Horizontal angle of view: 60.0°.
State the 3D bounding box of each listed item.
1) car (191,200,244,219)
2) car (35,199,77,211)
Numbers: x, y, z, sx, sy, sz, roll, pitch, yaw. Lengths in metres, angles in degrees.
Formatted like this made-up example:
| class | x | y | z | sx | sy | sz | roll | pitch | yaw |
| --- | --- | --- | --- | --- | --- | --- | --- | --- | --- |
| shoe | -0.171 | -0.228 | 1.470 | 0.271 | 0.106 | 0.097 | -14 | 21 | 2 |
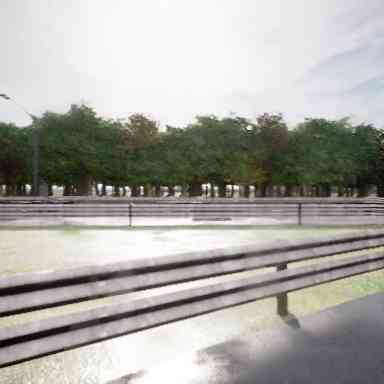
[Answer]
| class | x | y | z | sx | sy | sz | roll | pitch | yaw |
| --- | --- | --- | --- | --- | --- | --- | --- | --- | --- |
| car | 2.004 | 1.358 | 26.204 | 4.181 | 1.385 | 1.994 | 0 | 0 | -5 |
| car | -13.133 | 1.313 | 32.123 | 4.718 | 1.301 | 1.895 | 0 | 0 | -4 |
